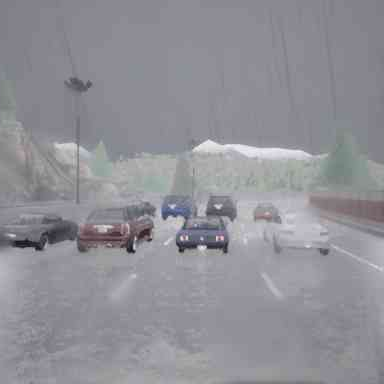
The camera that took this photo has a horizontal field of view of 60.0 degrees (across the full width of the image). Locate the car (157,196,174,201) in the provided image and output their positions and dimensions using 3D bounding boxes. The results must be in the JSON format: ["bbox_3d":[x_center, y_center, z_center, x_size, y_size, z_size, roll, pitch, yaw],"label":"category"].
[{"bbox_3d":[-6.501,1.565,82.328,1.895,1.301,4.718,0,0,28],"label":"car"}]

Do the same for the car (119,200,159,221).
[{"bbox_3d":[-4.407,1.514,28.479,1.837,1.490,4.892,0,0,11],"label":"car"}]

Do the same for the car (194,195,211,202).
[{"bbox_3d":[2.511,1.486,76.939,1.837,1.490,4.892,0,0,28],"label":"car"}]

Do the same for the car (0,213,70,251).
[{"bbox_3d":[-6.431,1.569,14.163,1.994,1.385,4.181,0,0,5],"label":"car"}]

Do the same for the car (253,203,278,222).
[{"bbox_3d":[5.902,1.570,26.481,1.994,1.385,4.181,0,0,11],"label":"car"}]

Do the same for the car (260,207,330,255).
[{"bbox_3d":[4.027,1.530,13.224,1.812,1.442,4.674,0,0,5],"label":"car"}]

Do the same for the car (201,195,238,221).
[{"bbox_3d":[2.471,1.255,27.177,2.150,2.045,5.566,0,0,11],"label":"car"}]

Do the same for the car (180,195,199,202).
[{"bbox_3d":[-0.488,1.521,78.744,2.033,1.411,5.357,0,0,28],"label":"car"}]

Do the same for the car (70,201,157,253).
[{"bbox_3d":[-2.948,1.363,13.820,2.097,1.767,4.553,0,0,5],"label":"car"}]

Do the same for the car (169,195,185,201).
[{"bbox_3d":[-3.487,1.528,80.549,1.994,1.385,4.181,0,0,28],"label":"car"}]

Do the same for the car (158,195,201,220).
[{"bbox_3d":[-0.965,1.255,27.843,2.150,2.045,5.566,0,0,11],"label":"car"}]

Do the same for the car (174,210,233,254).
[{"bbox_3d":[0.543,1.613,13.567,1.895,1.301,4.718,0,0,5],"label":"car"}]
